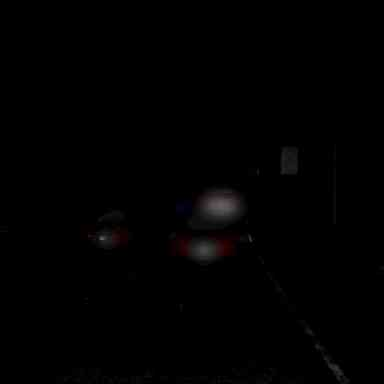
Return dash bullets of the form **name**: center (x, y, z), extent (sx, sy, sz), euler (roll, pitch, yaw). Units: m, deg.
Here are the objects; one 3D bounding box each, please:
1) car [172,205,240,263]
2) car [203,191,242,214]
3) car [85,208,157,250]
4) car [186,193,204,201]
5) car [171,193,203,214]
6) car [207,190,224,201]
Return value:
- **car**: center (0.566, 1.394, 11.337), extent (1.812, 1.442, 4.674), euler (0, 1, 6)
- **car**: center (2.560, 0.928, 25.729), extent (2.150, 2.045, 5.566), euler (0, 1, 11)
- **car**: center (-2.716, 1.367, 13.478), extent (1.812, 1.442, 4.674), euler (0, 1, 6)
- **car**: center (0.605, 0.861, 59.668), extent (1.895, 1.301, 4.718), euler (0, 1, 18)
- **car**: center (-0.403, 1.145, 28.594), extent (1.882, 1.535, 5.008), euler (0, 1, 12)
- **car**: center (4.296, 0.614, 59.720), extent (2.097, 1.767, 4.553), euler (0, 1, 18)
